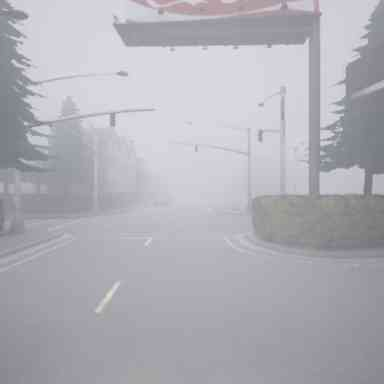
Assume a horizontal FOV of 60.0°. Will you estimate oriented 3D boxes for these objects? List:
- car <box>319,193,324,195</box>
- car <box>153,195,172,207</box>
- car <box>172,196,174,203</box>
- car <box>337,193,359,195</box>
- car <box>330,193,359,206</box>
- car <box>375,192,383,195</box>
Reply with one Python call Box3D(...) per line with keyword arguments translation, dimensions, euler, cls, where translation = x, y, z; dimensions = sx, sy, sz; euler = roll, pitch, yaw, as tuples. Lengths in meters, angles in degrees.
Box3D(translation=(24.718, 0.983, 65.229), dimensions=(2.152, 1.636, 5.027), euler=(0, 0, -1), cls="car")
Box3D(translation=(-4.112, 1.307, 45.344), dimensions=(1.812, 1.442, 4.674), euler=(0, 0, 0), cls="car")
Box3D(translation=(-4.245, 1.251, 61.025), dimensions=(2.033, 1.411, 5.357), euler=(0, 0, 0), cls="car")
Box3D(translation=(18.664, 1.042, 39.886), dimensions=(1.905, 1.878, 3.866), euler=(0, 0, -1), cls="car")
Box3D(translation=(21.835, 1.018, 47.801), dimensions=(1.932, 1.855, 4.605), euler=(0, 0, -1), cls="car")
Box3D(translation=(37.511, 0.886, 65.416), dimensions=(1.905, 1.878, 3.866), euler=(0, 0, -1), cls="car")
